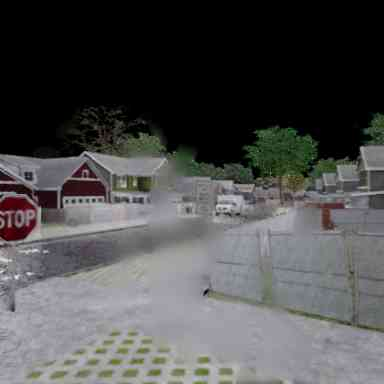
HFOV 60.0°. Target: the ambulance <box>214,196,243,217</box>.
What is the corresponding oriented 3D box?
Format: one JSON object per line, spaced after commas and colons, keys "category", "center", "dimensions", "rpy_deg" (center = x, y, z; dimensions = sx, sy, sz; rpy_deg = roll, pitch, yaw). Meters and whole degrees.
{"category": "ambulance", "center": [4.476, 1.665, 40.342], "dimensions": [2.351, 2.431, 6.366], "rpy_deg": [1, -1, 20]}
